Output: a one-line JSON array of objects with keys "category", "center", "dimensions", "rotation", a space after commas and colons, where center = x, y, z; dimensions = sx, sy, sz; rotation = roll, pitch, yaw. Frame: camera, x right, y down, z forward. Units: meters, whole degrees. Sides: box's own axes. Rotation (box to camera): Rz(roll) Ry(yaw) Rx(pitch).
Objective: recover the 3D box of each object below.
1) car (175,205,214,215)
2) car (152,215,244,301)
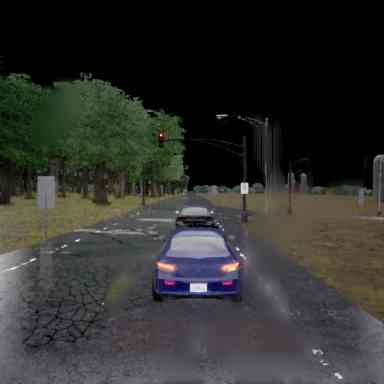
[{"category": "car", "center": [0.138, 1.432, 17.431], "dimensions": [1.882, 1.535, 5.008], "rotation": [0, 0, 0]}, {"category": "car", "center": [0.122, 1.516, 8.152], "dimensions": [1.812, 1.442, 4.674], "rotation": [0, 0, 0]}]
